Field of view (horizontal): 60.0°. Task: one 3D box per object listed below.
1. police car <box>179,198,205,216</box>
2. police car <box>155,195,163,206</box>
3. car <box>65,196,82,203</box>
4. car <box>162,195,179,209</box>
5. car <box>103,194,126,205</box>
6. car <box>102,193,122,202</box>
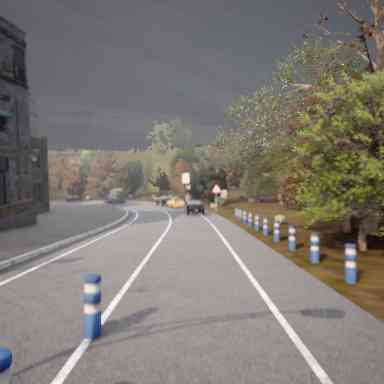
[{"bbox_3d":[0.099,1.536,35.337,1.930,1.638,5.238,-1,1,-8],"label":"police car"},{"bbox_3d":[-4.384,1.290,51.406,1.930,1.638,5.238,-2,2,-23],"label":"police car"},{"bbox_3d":[-28.224,1.634,79.000,5.008,1.535,1.882,-3,3,33],"label":"car"},{"bbox_3d":[-2.241,1.397,45.597,1.801,1.575,5.366,-2,1,-17],"label":"car"},{"bbox_3d":[-13.589,1.597,59.364,2.033,1.411,5.357,-4,2,-32],"label":"car"},{"bbox_3d":[-16.586,1.151,68.795,2.097,1.767,4.553,-6,3,-43],"label":"car"}]
